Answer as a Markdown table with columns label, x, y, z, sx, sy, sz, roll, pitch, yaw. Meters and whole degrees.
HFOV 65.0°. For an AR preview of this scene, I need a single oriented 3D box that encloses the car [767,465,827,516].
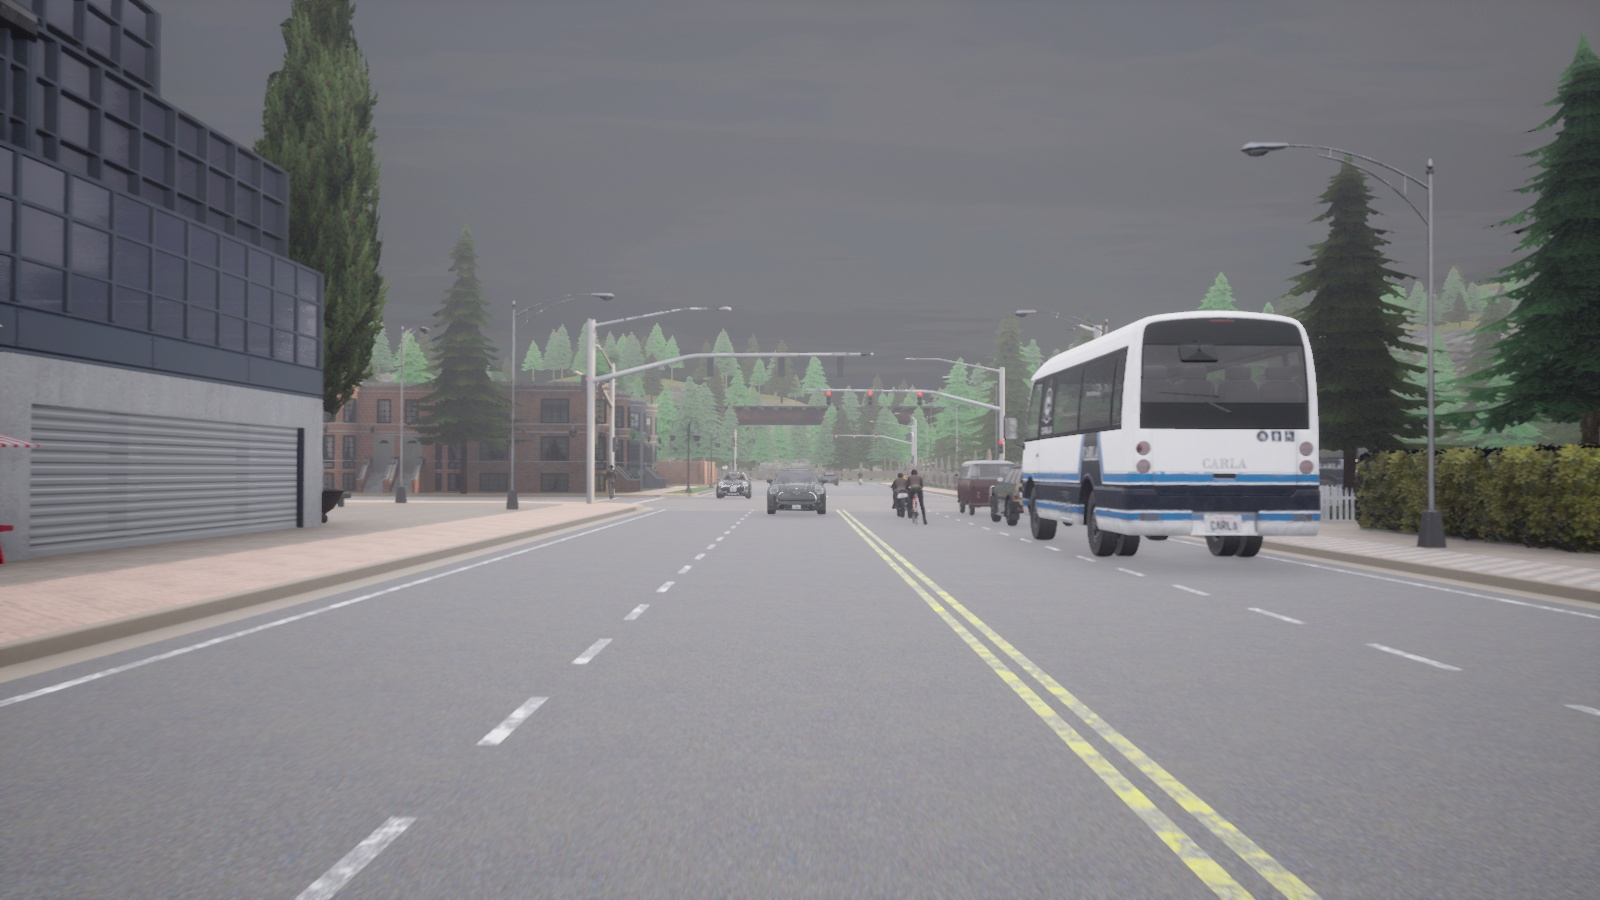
| label | x | y | z | sx | sy | sz | roll | pitch | yaw |
| --- | --- | --- | --- | --- | --- | --- | --- | --- | --- |
| car | -0.112 | 1.443 | 45.962 | 2.097 | 1.767 | 4.553 | 0 | -1 | 0 |

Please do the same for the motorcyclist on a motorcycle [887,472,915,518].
| label | x | y | z | sx | sy | sz | roll | pitch | yaw |
| --- | --- | --- | --- | --- | --- | --- | --- | --- | --- |
| motorcyclist on a motorcycle | 3.397 | 1.493 | 42.396 | 0.797 | 1.523 | 2.044 | 0 | -1 | 0 |

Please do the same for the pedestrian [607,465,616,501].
| label | x | y | z | sx | sy | sz | roll | pitch | yaw |
| --- | --- | --- | --- | --- | --- | --- | --- | --- | --- |
| pedestrian | -10.203 | 1.787 | 68.115 | 0.402 | 1.930 | 0.666 | 0 | -1 | -16 |

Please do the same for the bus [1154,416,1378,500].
| label | x | y | z | sx | sy | sz | roll | pitch | yaw |
| --- | --- | --- | --- | --- | --- | --- | --- | --- | --- |
| bus | 24.327 | 0.446 | 66.020 | 10.273 | 4.253 | 3.944 | 0 | -1 | 0 |

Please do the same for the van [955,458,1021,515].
| label | x | y | z | sx | sy | sz | roll | pitch | yaw |
| --- | --- | --- | --- | --- | --- | --- | --- | --- | --- |
| van | 6.886 | 1.317 | 46.409 | 1.775 | 1.987 | 4.442 | 0 | -1 | 0 |

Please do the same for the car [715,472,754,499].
| label | x | y | z | sx | sy | sz | roll | pitch | yaw |
| --- | --- | --- | --- | --- | --- | --- | --- | --- | --- |
| car | -3.672 | 1.980 | 70.791 | 1.970 | 1.475 | 3.806 | 0 | -1 | 0 |

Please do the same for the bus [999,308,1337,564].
| label | x | y | z | sx | sy | sz | roll | pitch | yaw |
| --- | --- | --- | --- | --- | --- | --- | --- | --- | --- |
| bus | 6.931 | -0.154 | 26.023 | 3.944 | 4.253 | 10.273 | 0 | -1 | 0 |

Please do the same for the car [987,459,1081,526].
| label | x | y | z | sx | sy | sz | roll | pitch | yaw |
| --- | --- | --- | --- | --- | --- | --- | --- | --- | --- |
| car | 6.908 | 1.232 | 37.516 | 1.932 | 1.855 | 4.605 | 0 | -1 | 0 |
